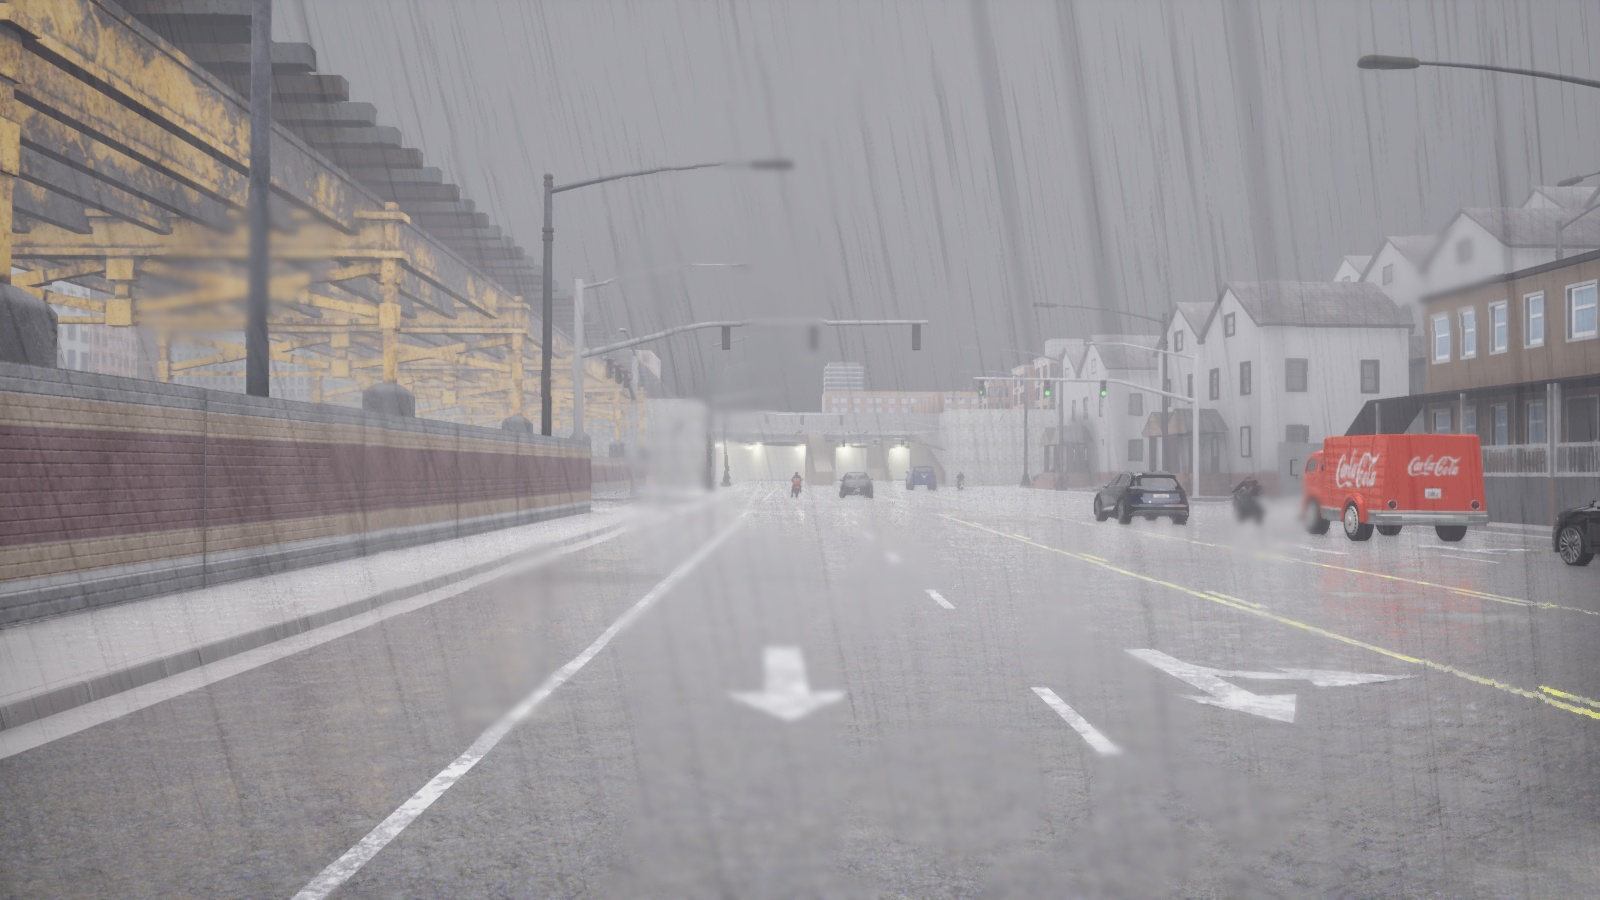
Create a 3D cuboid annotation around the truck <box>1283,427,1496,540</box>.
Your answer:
[{"bbox_3d":[13.926,0.777,30.126,2.627,2.467,5.204,0,-1,0],"label":"truck"}]

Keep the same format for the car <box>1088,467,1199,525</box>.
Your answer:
[{"bbox_3d":[10.408,1.347,38.419,2.033,1.649,4.856,0,-1,0],"label":"car"}]

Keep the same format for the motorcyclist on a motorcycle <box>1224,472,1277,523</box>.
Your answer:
[{"bbox_3d":[13.872,1.443,38.725,0.866,1.530,2.191,0,-1,1],"label":"motorcyclist on a motorcycle"}]

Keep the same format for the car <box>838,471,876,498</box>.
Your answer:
[{"bbox_3d":[3.323,1.983,73.710,2.007,1.525,4.514,0,-1,0],"label":"car"}]

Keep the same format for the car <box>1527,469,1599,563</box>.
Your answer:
[{"bbox_3d":[13.955,1.047,19.801,2.128,1.511,4.902,0,-1,0],"label":"car"}]
